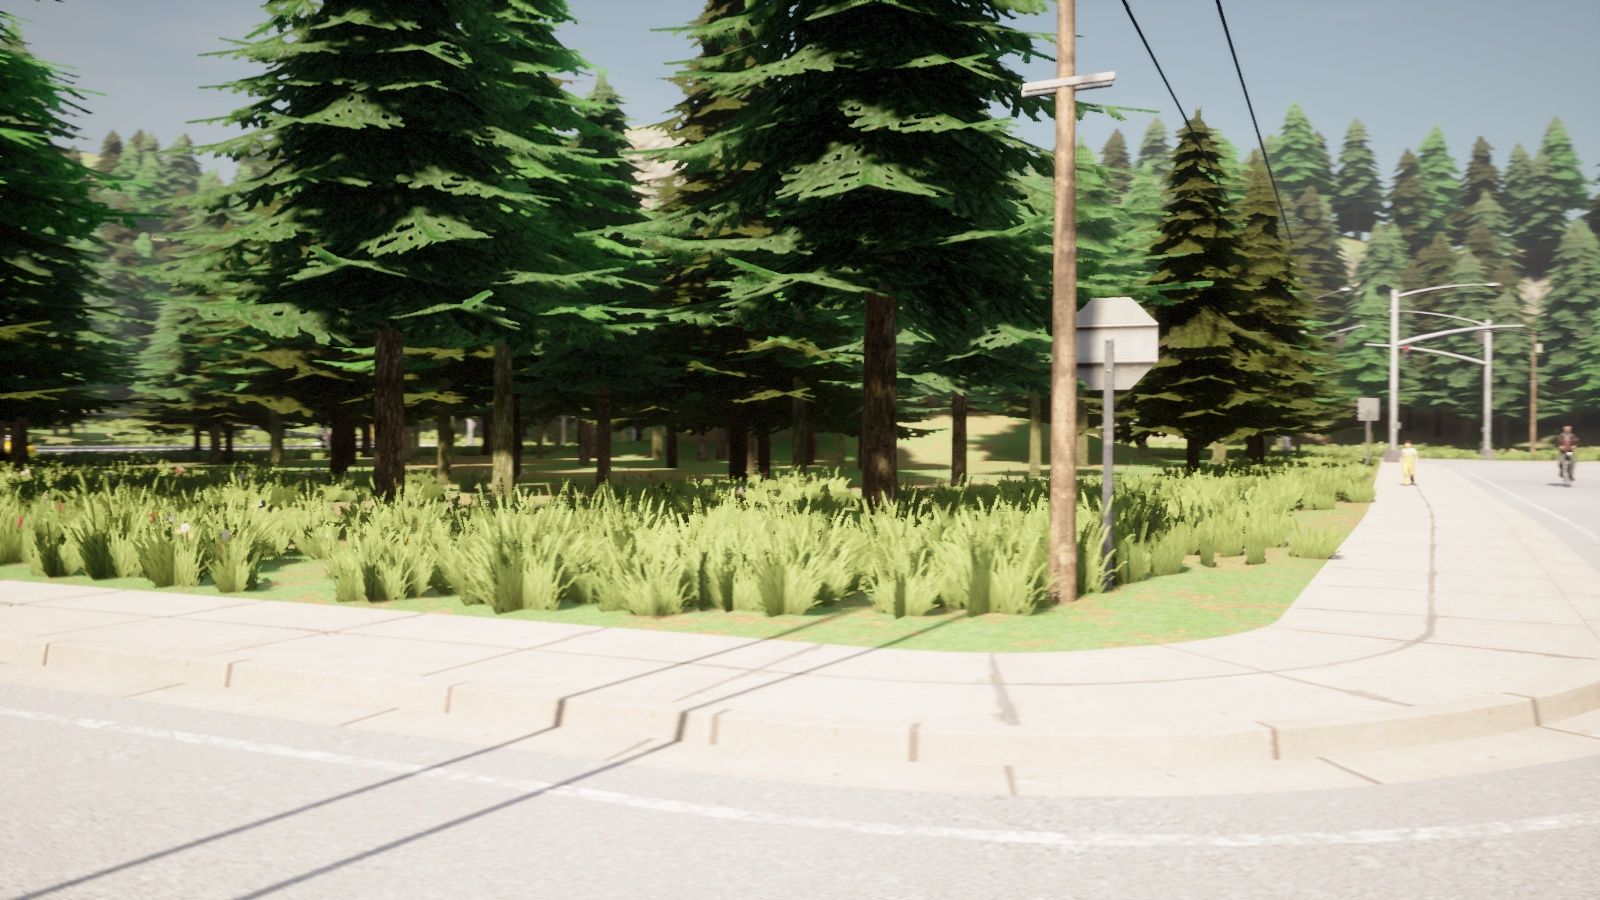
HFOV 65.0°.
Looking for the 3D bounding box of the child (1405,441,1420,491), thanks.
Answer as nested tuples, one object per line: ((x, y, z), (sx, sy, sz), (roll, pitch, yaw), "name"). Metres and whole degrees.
((15.877, 0.407, 32.530), (0.270, 1.263, 0.437), (1, 1, 35), "child")

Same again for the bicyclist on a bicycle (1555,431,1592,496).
((21.708, 0.352, 35.275), (0.659, 1.776, 1.843), (1, 1, 26), "bicyclist on a bicycle")
